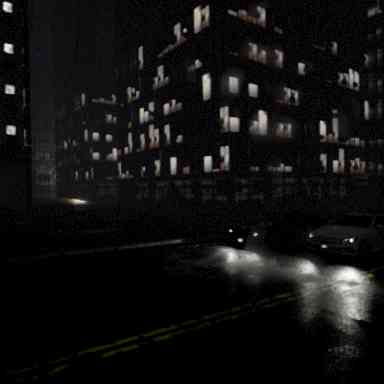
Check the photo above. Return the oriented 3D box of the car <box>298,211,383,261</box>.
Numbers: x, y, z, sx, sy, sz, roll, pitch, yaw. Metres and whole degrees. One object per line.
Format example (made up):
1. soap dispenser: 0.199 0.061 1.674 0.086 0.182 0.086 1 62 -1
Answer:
1. car: 6.152 1.456 12.059 4.674 1.442 1.812 0 0 -35

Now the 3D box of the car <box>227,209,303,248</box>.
1. car: 4.041 1.480 14.541 5.357 1.411 2.033 0 0 -36
